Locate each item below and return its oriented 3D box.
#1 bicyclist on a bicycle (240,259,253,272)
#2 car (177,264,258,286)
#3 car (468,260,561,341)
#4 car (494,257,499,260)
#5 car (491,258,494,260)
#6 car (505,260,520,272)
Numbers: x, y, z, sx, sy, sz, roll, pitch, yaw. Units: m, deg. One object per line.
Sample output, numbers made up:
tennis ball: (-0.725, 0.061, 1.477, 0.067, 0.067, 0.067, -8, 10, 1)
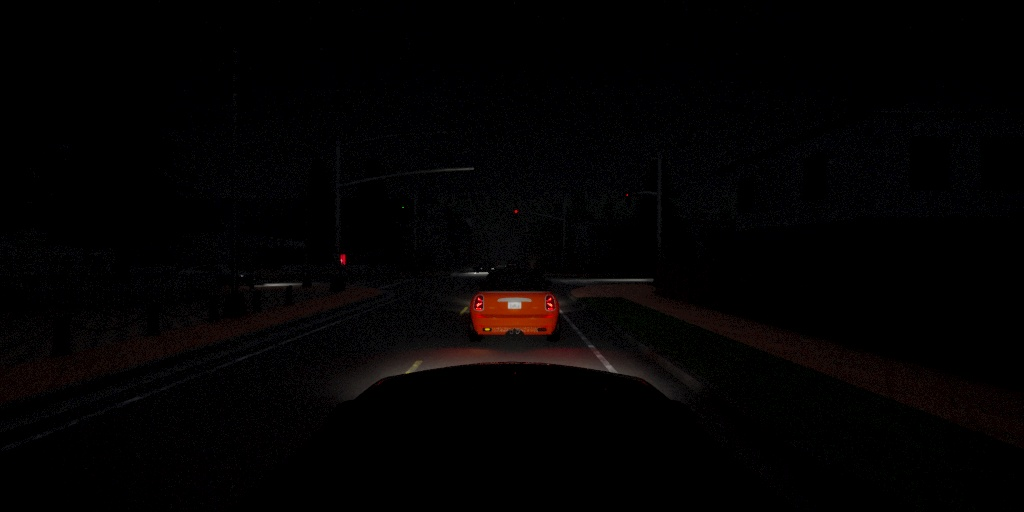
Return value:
bicyclist on a bicycle: (-23.575, 1.065, 31.823, 0.582, 1.620, 1.656, 0, 0, -2)
car: (-20.008, 1.291, 24.465, 4.674, 1.442, 1.812, 0, 0, -2)
car: (0.067, 1.102, 9.977, 2.097, 1.767, 4.553, 0, 0, 0)
car: (-3.616, 1.311, 58.292, 1.994, 1.385, 4.181, 0, 0, 0)
car: (-3.619, 1.310, 44.325, 1.994, 1.385, 4.181, 0, 0, 0)
car: (0.075, 1.253, 48.484, 1.837, 1.490, 4.892, 0, 0, 0)
